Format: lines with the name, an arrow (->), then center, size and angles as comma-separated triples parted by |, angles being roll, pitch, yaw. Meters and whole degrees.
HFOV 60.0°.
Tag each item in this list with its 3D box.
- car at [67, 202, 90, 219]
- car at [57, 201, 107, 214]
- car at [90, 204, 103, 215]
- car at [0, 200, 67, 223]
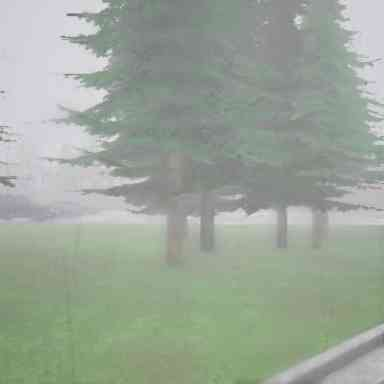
car -> -11.411, 1.573, 28.473 | 4.181, 1.385, 1.994 | 0, 0, 3
car -> -11.718, 1.607, 35.502 | 4.718, 1.301, 1.895 | 0, 0, 3
car -> -11.313, 1.513, 31.973 | 4.892, 1.490, 1.837 | 0, 0, 3
car -> -12.839, 1.236, 25.051 | 5.566, 2.045, 2.150 | 0, 0, 3
